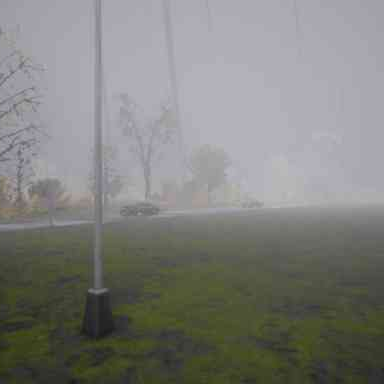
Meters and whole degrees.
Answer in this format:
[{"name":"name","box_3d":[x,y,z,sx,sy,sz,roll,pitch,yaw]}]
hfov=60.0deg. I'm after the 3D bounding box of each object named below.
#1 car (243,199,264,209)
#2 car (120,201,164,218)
[{"name":"car","box_3d":[9.770,1.849,52.907,2.128,1.511,4.902,1,0,36]},{"name":"car","box_3d":[-4.769,1.692,32.509,1.837,1.490,4.892,1,0,36]}]
